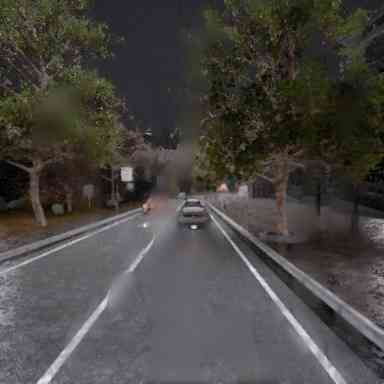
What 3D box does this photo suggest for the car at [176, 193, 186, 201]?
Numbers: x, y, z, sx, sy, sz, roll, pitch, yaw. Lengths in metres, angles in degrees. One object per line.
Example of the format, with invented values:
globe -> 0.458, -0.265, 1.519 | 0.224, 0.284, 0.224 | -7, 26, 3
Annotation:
car -> -2.269, 1.086, 74.620 | 2.097, 1.767, 4.553 | 1, 1, 8

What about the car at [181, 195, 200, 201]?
car -> 0.094, 1.409, 37.324 | 1.882, 1.535, 5.008 | 0, 0, 0

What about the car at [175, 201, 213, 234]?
car -> 0.097, 1.470, 18.788 | 1.837, 1.490, 4.892 | 0, 0, 0

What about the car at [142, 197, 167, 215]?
car -> -3.599, 1.291, 32.825 | 2.097, 1.767, 4.553 | 0, 0, 0
